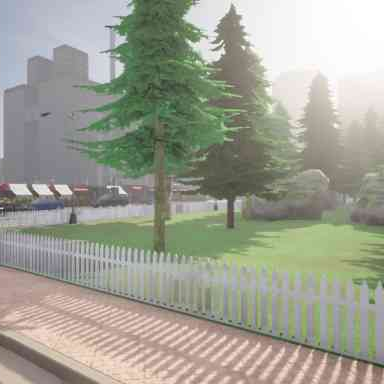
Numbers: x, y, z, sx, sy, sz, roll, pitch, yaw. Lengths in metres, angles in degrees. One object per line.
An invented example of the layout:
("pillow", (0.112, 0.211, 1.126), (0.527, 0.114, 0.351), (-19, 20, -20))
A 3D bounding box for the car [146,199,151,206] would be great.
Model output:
("car", (-5.334, 1.352, 54.065), (2.097, 1.767, 4.553), (0, 0, 34))

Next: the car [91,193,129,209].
("car", (-11.122, 1.221, 45.561), (2.150, 2.045, 5.566), (0, 0, 34))

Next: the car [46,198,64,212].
("car", (-16.769, 1.477, 37.201), (1.882, 1.535, 5.008), (0, 0, 34))

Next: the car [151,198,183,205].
("car", (-2.987, 1.525, 44.752), (1.812, 1.442, 4.674), (0, 0, 34))

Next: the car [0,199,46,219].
("car", (-14.903, 1.505, 27.088), (1.837, 1.490, 4.892), (0, 0, 34))
